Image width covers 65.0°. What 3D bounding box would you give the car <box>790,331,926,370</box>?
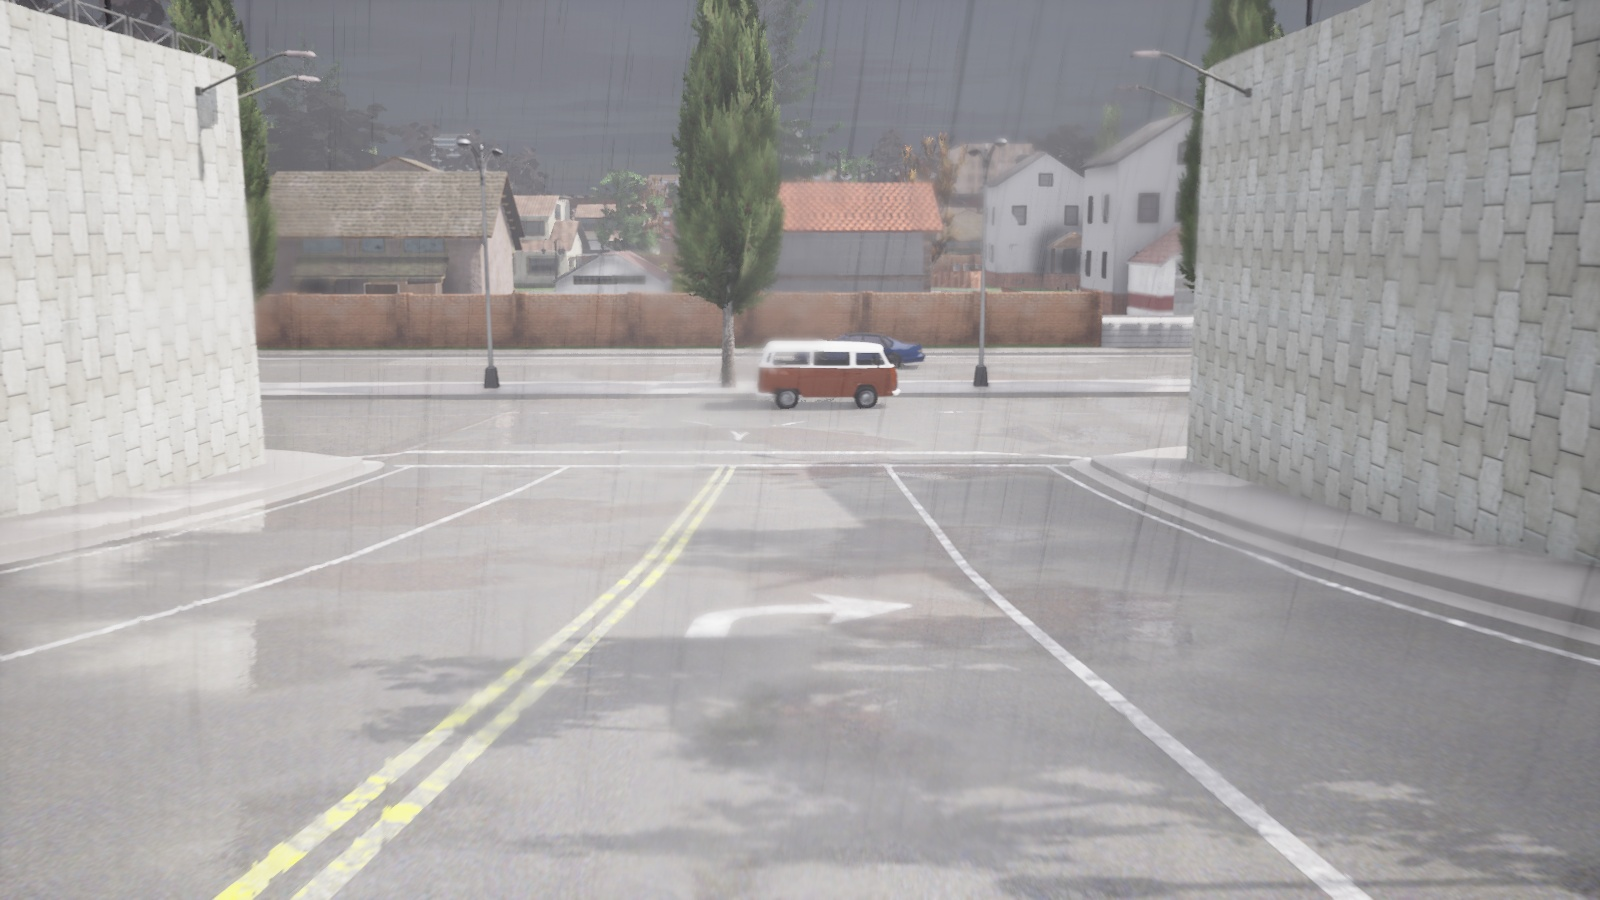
[{"bbox_3d":[2.290,-4.029,50.699,5.357,1.411,2.033,0,10,-1],"label":"car"}]

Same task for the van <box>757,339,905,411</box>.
[{"bbox_3d":[0.935,-2.386,39.295,4.480,2.038,2.069,0,9,-1],"label":"van"}]
